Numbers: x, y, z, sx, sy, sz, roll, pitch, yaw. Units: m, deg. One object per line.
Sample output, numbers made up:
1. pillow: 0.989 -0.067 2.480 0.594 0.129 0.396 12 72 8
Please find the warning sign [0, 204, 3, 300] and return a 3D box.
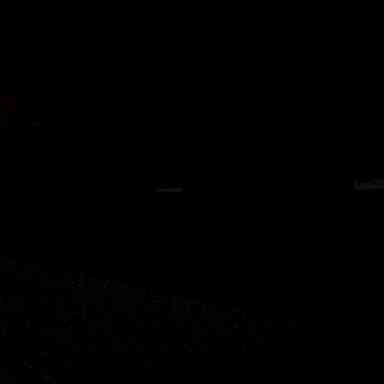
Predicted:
1. warning sign: -4.533 1.182 6.306 1.060 1.860 1.300 -1 0 36
